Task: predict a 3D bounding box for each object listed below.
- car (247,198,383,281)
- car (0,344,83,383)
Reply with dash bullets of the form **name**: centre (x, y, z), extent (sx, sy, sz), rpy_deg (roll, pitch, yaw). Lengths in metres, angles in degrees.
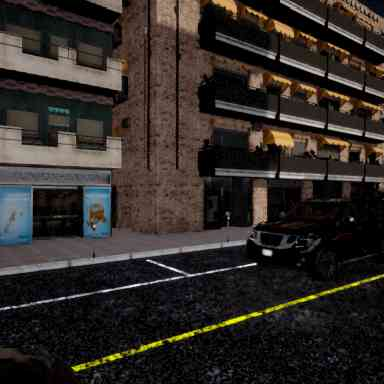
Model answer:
- **car**: centre (4.204, 1.222, 10.240), extent (5.566, 2.045, 2.150), rpy_deg (0, 0, -36)
- **car**: centre (-2.504, 1.564, 1.527), extent (4.181, 1.385, 1.994), rpy_deg (0, 0, -35)
